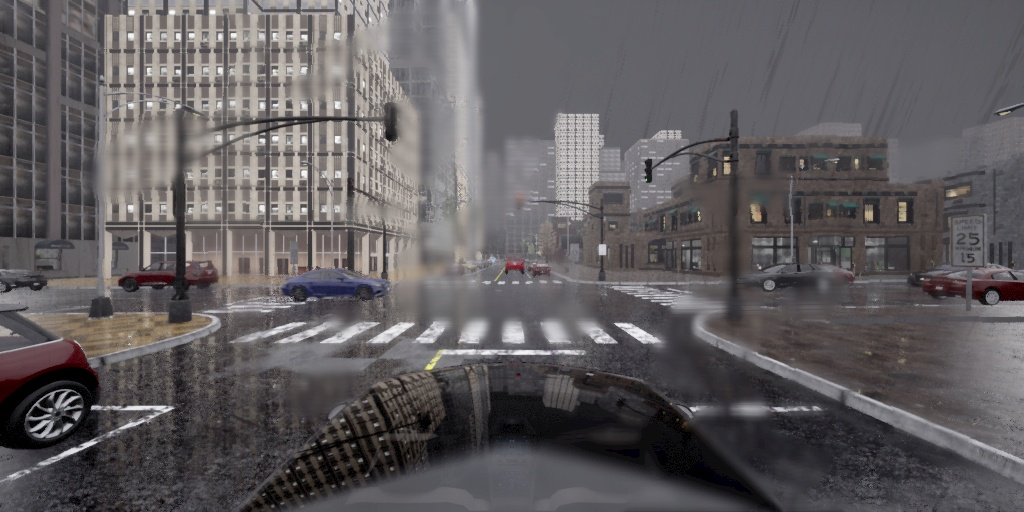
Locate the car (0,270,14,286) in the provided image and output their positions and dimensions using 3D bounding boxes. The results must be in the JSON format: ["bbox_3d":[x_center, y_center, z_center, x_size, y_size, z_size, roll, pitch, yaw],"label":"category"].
[{"bbox_3d":[-27.093,1.145,16.314,5.566,2.045,2.150,-1,0,0],"label":"car"}]

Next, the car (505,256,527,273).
[{"bbox_3d":[0.321,0.987,43.246,2.150,2.045,5.566,0,0,0],"label":"car"}]

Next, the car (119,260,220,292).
[{"bbox_3d":[-21.019,1.204,22.165,5.009,1.841,2.192,0,0,-1],"label":"car"}]

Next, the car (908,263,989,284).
[{"bbox_3d":[24.946,1.142,20.039,4.181,1.385,1.994,0,0,-1],"label":"car"}]

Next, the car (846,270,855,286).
[{"bbox_3d":[19.053,1.203,22.561,4.207,1.307,1.802,0,0,-1],"label":"car"}]

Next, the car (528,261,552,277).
[{"bbox_3d":[2.859,1.305,34.704,1.888,1.381,4.507,0,0,0],"label":"car"}]

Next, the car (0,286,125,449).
[{"bbox_3d":[-5.691,1.190,2.281,1.967,1.591,4.097,0,0,0],"label":"car"}]

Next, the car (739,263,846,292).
[{"bbox_3d":[15.143,1.148,19.934,4.892,1.490,1.837,0,0,-1],"label":"car"}]

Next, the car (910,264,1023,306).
[{"bbox_3d":[19.136,1.153,14.181,4.507,1.381,1.888,0,0,-1],"label":"car"}]

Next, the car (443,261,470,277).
[{"bbox_3d":[-5.522,1.342,34.748,1.802,1.307,4.207,0,0,0],"label":"car"}]

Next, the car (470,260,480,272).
[{"bbox_3d":[-5.466,1.293,45.659,1.751,1.417,4.829,0,0,0],"label":"car"}]

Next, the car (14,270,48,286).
[{"bbox_3d":[-31.429,1.509,22.062,4.403,1.370,2.007,0,0,-1],"label":"car"}]

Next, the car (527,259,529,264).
[{"bbox_3d":[2.916,1.350,45.786,1.802,1.307,4.207,0,0,0],"label":"car"}]

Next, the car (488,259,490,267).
[{"bbox_3d":[-5.378,1.347,62.451,1.948,1.339,4.313,0,0,0],"label":"car"}]

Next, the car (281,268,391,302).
[{"bbox_3d":[-8.014,1.294,16.503,4.674,1.442,1.812,-1,0,-1],"label":"car"}]

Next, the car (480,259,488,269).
[{"bbox_3d":[-5.406,1.327,56.911,2.007,1.370,4.403,0,0,0],"label":"car"}]
